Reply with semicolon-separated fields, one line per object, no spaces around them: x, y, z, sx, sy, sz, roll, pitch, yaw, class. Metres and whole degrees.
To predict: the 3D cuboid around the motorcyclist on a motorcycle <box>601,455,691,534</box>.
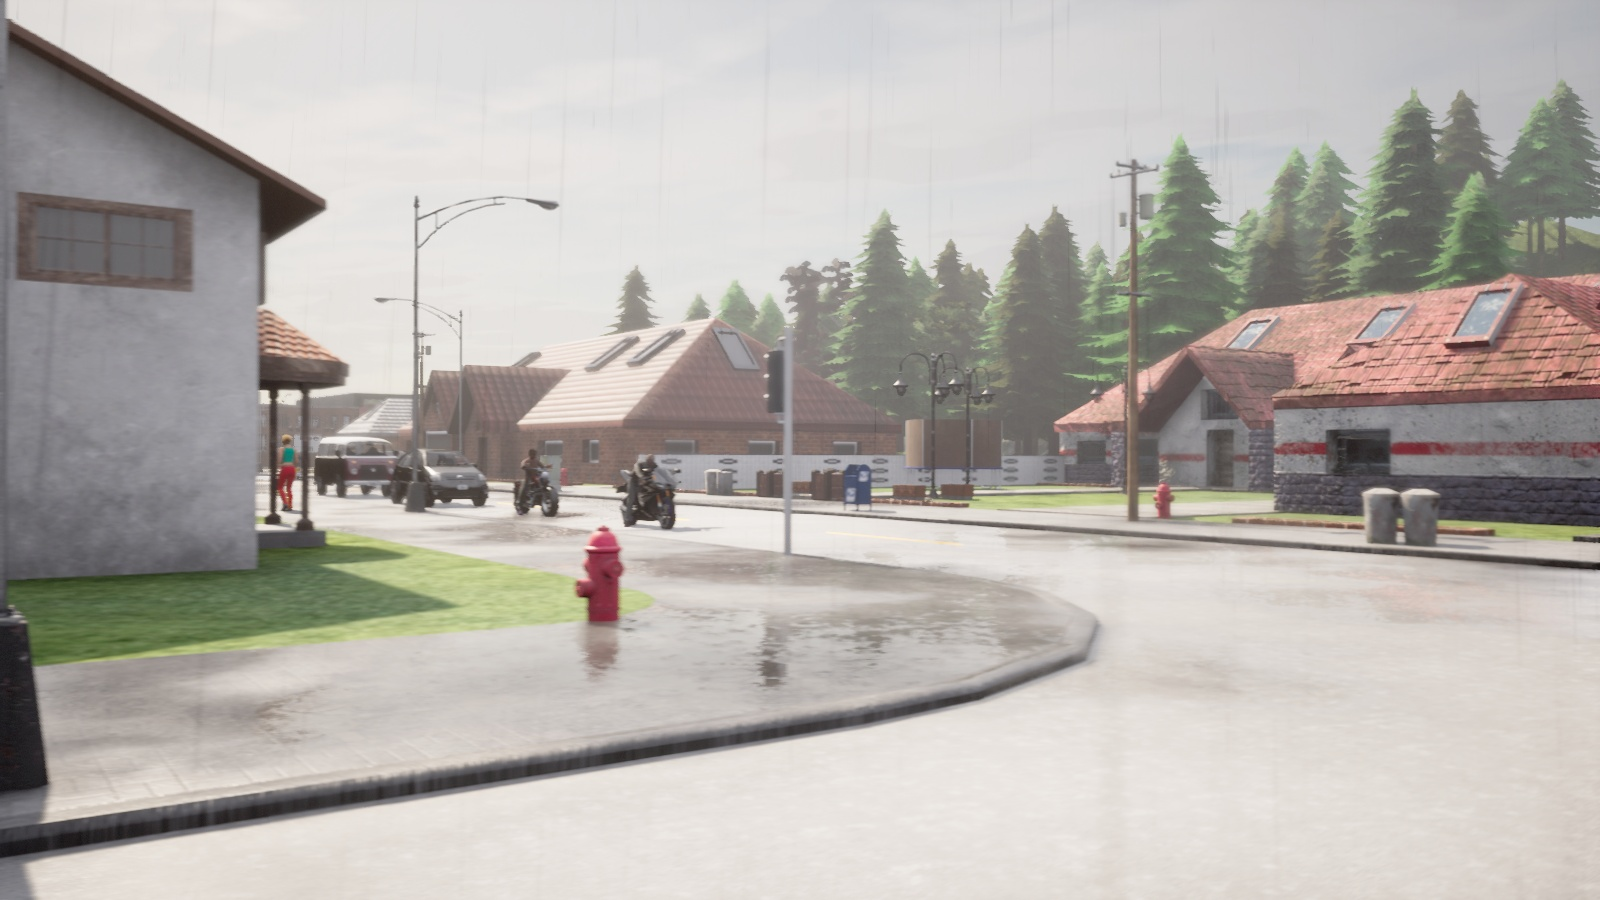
-3.134;0.867;25.406;0.866;1.530;2.191;0;0;-35;motorcyclist on a motorcycle

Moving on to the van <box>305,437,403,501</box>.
-15.252;0.625;42.797;2.069;2.038;4.480;0;0;-35;van

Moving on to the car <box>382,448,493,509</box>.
-10.386;0.771;35.815;1.851;1.617;3.988;0;0;-35;car

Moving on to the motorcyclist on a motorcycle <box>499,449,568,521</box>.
-6.398;0.801;30.091;0.766;1.649;2.350;0;0;-35;motorcyclist on a motorcycle

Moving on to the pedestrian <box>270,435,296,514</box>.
-12.173;0.563;29.577;0.594;1.836;0.345;0;0;42;pedestrian
